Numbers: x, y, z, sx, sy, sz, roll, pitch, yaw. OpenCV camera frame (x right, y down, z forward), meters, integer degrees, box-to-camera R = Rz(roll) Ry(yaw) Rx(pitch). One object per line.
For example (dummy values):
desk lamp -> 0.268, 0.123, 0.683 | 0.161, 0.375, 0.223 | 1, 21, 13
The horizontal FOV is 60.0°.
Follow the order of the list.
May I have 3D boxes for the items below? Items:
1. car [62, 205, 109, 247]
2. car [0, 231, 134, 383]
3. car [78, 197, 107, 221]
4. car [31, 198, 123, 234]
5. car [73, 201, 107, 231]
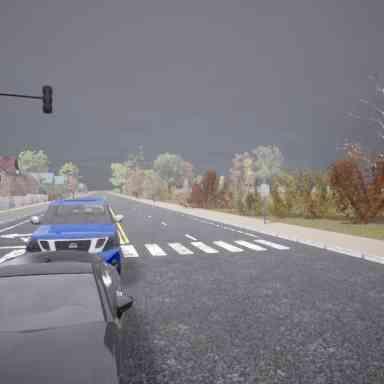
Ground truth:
car -> -5.016, 1.498, 16.065 | 1.837, 1.490, 4.892 | 0, 0, -15
car -> -1.718, 1.524, 3.905 | 1.812, 1.442, 4.674 | 0, 0, -13
car -> -8.146, 1.338, 27.544 | 2.097, 1.767, 4.553 | 0, 0, -15
car -> -3.358, 1.218, 9.994 | 2.150, 2.045, 5.566 | 0, 0, -15
car -> -6.585, 1.468, 21.811 | 1.882, 1.535, 5.008 | 0, 0, -15
